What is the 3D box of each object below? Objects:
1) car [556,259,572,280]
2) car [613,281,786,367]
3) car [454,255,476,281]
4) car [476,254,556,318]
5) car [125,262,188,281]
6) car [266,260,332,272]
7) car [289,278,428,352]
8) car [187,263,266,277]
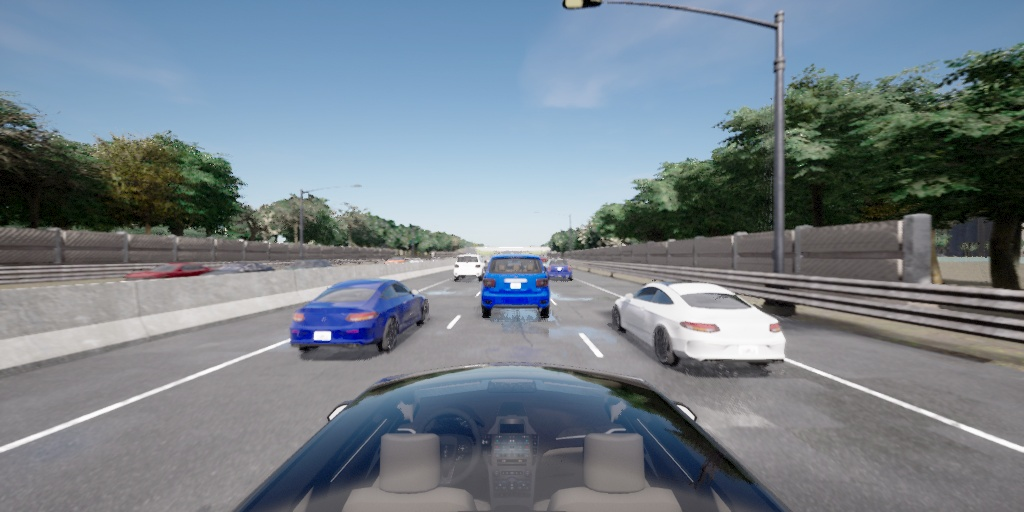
[{"bbox_3d":[3.687,1.046,29.912,2.097,1.767,4.553,0,0,0],"label":"car"},{"bbox_3d":[3.607,1.264,7.769,1.812,1.442,4.674,0,0,0],"label":"car"},{"bbox_3d":[-3.317,0.915,29.273,2.150,2.045,5.566,0,0,0],"label":"car"},{"bbox_3d":[0.116,0.948,13.067,2.150,2.045,5.566,0,0,0],"label":"car"},{"bbox_3d":[-21.046,1.182,22.429,1.882,1.535,5.008,0,0,0],"label":"car"},{"bbox_3d":[-14.033,1.054,24.497,2.097,1.767,4.553,0,0,0],"label":"car"},{"bbox_3d":[-3.391,1.261,8.725,1.812,1.442,4.674,0,0,0],"label":"car"},{"bbox_3d":[-17.543,1.195,23.171,2.128,1.511,4.902,0,0,0],"label":"car"}]
